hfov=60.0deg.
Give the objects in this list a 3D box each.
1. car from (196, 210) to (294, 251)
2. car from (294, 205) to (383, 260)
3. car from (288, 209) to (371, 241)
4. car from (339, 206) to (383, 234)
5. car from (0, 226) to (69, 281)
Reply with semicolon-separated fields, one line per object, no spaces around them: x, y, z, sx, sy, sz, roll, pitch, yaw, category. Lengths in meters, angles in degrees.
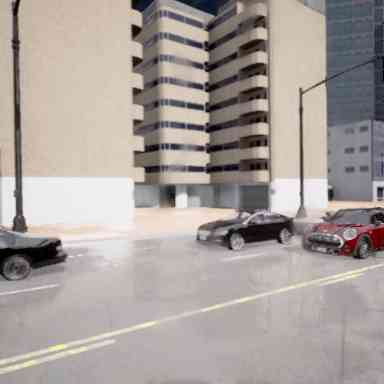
2.419;1.531;14.312;4.902;1.511;2.128;0;0;-36;car
6.308;1.399;12.721;4.553;1.767;2.097;0;0;-35;car
7.431;1.666;17.774;4.718;1.301;1.895;0;0;-36;car
11.221;1.643;20.551;4.181;1.385;1.994;0;0;-35;car
-6.002;1.551;8.311;5.357;1.411;2.033;0;0;-36;car
